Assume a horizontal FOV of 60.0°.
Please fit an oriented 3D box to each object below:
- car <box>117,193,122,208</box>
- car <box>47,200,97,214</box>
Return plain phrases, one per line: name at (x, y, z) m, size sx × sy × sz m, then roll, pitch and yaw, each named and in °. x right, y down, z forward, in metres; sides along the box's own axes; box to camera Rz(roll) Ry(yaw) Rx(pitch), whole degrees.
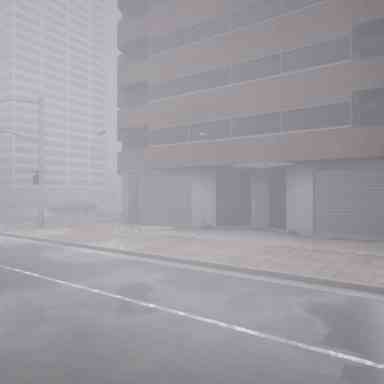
car at (-7.338, 1.352, 44.654) m, size 2.097 × 1.767 × 4.553 m, roll 0°, pitch 0°, yaw 35°
car at (-13.034, 1.547, 36.532) m, size 2.033 × 1.411 × 5.357 m, roll 0°, pitch 0°, yaw 35°
